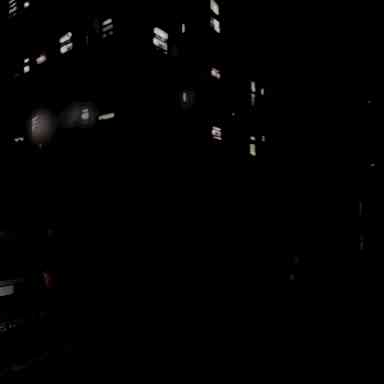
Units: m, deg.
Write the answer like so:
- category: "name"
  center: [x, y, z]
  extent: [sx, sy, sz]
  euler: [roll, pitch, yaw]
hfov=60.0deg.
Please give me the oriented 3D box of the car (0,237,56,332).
- category: "car"
  center: [-4.296, 1.471, 5.956]
  extent: [4.097, 1.590, 1.967]
  euler: [0, -1, 36]
